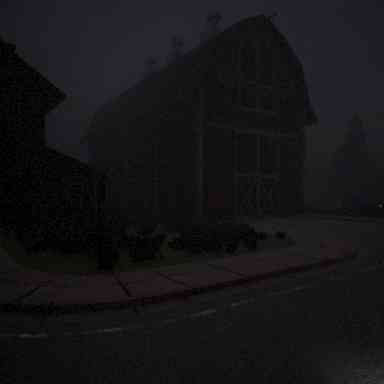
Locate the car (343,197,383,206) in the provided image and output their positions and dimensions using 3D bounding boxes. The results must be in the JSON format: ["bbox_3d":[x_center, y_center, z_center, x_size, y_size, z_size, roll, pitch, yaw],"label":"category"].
[{"bbox_3d":[18.317,1.363,35.154,2.097,1.767,4.553,0,0,-34],"label":"car"}]
